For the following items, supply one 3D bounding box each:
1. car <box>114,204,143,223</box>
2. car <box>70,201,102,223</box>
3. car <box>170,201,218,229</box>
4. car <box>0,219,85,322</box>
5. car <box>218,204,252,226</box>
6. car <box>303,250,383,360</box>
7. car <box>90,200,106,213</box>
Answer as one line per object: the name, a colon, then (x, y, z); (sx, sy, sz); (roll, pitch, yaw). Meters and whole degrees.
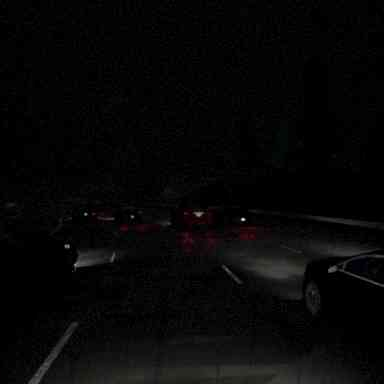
car: (-5.266, 1.697, 27.300); (1.812, 1.442, 4.674); (0, 0, -20)
car: (-8.767, 1.724, 26.954); (2.033, 1.411, 5.357); (0, 0, -21)
car: (-0.142, 1.487, 22.867); (2.097, 1.767, 4.553); (0, 0, -15)
car: (-4.012, 1.600, 7.377); (2.033, 1.411, 5.357); (0, 0, -7)
car: (2.817, 1.647, 25.214); (1.837, 1.490, 4.892); (0, 0, -17)
car: (3.153, 1.512, 4.523); (2.128, 1.511, 4.902); (0, 0, -4)
car: (-12.139, 1.746, 41.442); (1.882, 1.535, 5.008); (0, 0, -30)
